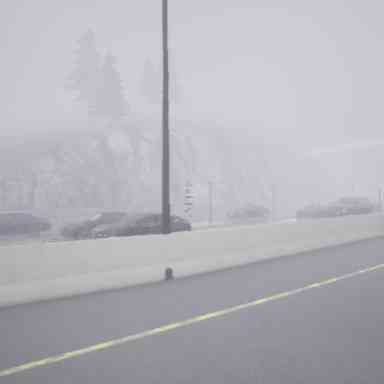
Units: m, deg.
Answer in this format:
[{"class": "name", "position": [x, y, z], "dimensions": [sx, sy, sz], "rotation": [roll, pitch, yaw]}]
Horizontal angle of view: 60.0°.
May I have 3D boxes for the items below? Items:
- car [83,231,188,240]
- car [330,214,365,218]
[{"class": "car", "position": [-2.229, 1.697, 15.464], "dimensions": [4.892, 1.490, 1.837], "rotation": [1, -1, -37]}, {"class": "car", "position": [13.949, 1.451, 29.141], "dimensions": [5.566, 2.045, 2.150], "rotation": [1, -1, -43]}]
